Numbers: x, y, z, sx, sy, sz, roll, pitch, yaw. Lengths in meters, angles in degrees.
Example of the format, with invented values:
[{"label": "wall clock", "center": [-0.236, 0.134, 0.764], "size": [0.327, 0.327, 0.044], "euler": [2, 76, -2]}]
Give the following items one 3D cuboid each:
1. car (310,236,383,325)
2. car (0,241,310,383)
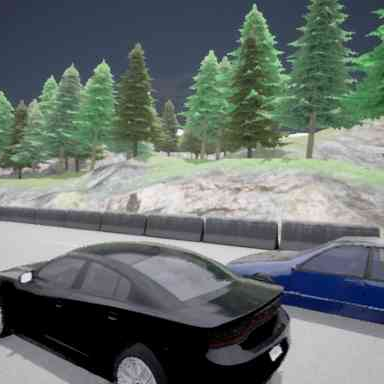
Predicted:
[{"label": "car", "center": [3.177, 1.546, 6.028], "size": [5.357, 1.411, 2.033], "euler": [0, 0, 36]}, {"label": "car", "center": [-1.146, 1.474, 4.841], "size": [5.008, 1.535, 1.882], "euler": [0, 0, 36]}]
